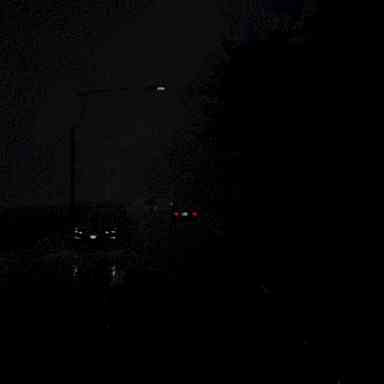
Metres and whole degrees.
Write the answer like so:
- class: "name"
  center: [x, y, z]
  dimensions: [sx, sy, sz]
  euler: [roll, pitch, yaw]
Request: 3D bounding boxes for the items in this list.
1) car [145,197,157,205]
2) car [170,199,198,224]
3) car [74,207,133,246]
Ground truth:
- class: "car"
  center: [-6.647, 1.481, 54.152]
  dimensions: [1.895, 1.301, 4.718]
  euler: [0, 0, -6]
- class: "car"
  center: [-0.548, 1.504, 24.473]
  dimensions: [2.033, 1.411, 5.357]
  euler: [0, 0, -3]
- class: "car"
  center: [-3.876, 1.475, 15.190]
  dimensions: [1.837, 1.490, 4.892]
  euler: [0, 0, -2]
